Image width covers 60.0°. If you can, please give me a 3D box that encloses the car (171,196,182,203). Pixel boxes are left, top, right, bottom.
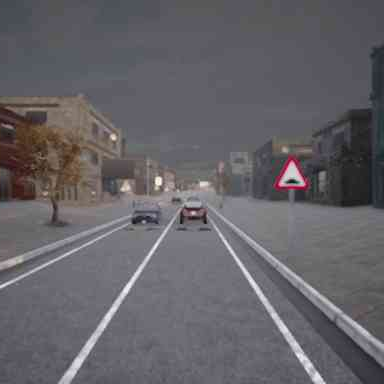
[{"bbox_3d":[-3.013,1.439,64.987,1.895,1.301,4.718,0,0,0],"label":"car"}]

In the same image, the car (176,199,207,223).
[{"bbox_3d":[0.096,1.492,25.260,2.163,1.488,4.792,0,0,0],"label":"car"}]

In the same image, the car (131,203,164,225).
[{"bbox_3d":[-3.102,1.540,24.120,2.033,1.411,5.357,0,0,0],"label":"car"}]

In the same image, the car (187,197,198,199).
[{"bbox_3d":[0.095,1.383,42.741,2.033,1.649,4.856,0,0,0],"label":"car"}]
